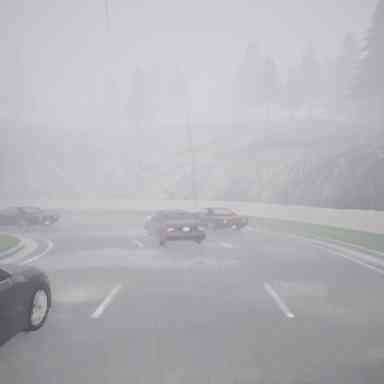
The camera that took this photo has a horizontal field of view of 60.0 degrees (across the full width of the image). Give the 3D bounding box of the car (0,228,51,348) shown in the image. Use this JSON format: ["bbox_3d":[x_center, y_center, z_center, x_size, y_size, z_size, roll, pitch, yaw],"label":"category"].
[{"bbox_3d":[-3.359,1.487,3.896,1.837,1.490,4.892,0,0,0],"label":"car"}]

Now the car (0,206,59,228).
[{"bbox_3d":[-10.597,1.516,20.102,4.718,1.301,1.895,0,0,17],"label":"car"}]

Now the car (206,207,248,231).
[{"bbox_3d":[1.078,1.534,19.403,1.895,1.301,4.718,0,0,-30],"label":"car"}]

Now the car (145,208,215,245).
[{"bbox_3d":[-0.923,1.493,15.407,2.033,1.411,5.357,0,0,-16],"label":"car"}]
